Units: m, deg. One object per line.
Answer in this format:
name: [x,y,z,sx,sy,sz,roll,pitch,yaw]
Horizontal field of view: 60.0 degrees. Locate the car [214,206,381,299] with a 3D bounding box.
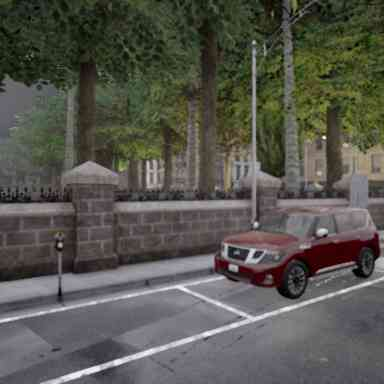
car: [2.942,1.330,8.656,5.009,1.841,2.192,0,0,-36]
